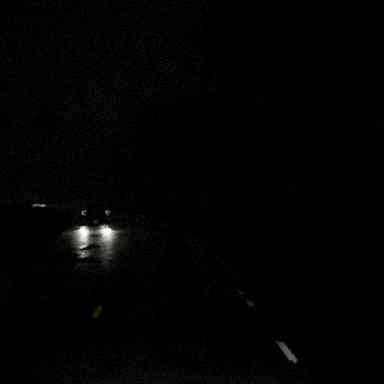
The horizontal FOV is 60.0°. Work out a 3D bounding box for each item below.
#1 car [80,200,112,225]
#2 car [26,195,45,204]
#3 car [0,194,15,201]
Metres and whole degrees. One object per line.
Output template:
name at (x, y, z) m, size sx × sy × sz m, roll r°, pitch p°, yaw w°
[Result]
car at (-7.154, 1.427, 24.599) m, size 2.097 × 1.767 × 4.553 m, roll 0°, pitch 0°, yaw -18°
car at (-28.440, 1.321, 60.583) m, size 2.097 × 1.767 × 4.553 m, roll 1°, pitch 0°, yaw -44°
car at (-43.248, 1.197, 77.405) m, size 4.892 × 1.490 × 1.837 m, roll 1°, pitch 0°, yaw 31°
